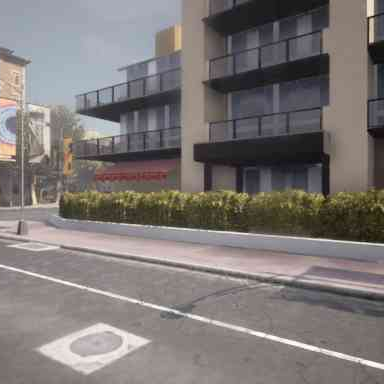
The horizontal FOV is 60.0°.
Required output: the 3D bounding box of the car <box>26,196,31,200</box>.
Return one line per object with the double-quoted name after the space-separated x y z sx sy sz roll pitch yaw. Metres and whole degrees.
-36.650 1.481 72.064 4.892 1.521 2.231 0 0 35 "car"
